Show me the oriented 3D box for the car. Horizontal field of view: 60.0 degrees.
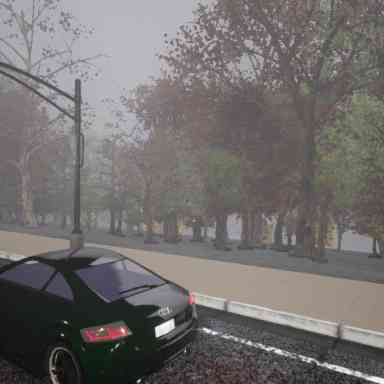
[{"bbox_3d":[-1.945,1.563,5.073,4.181,1.385,1.994,0,0,36],"label":"car"}]
